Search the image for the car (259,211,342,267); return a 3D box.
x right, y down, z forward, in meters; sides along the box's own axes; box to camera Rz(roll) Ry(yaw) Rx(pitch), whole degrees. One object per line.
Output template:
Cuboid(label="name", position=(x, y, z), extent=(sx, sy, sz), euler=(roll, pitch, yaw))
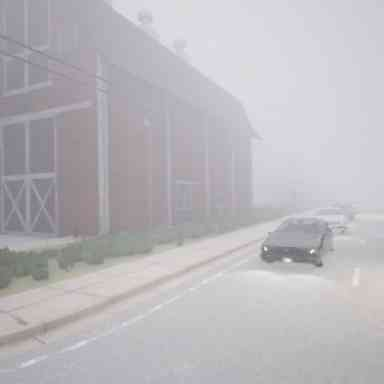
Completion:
Cuboid(label="car", position=(4.092, 1.656, 12.238), extent=(2.033, 1.411, 5.357), euler=(-1, -1, 28))

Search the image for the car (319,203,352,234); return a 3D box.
Cuboid(label="car", position=(8.644, 1.664, 20.658), extent=(1.812, 1.442, 4.674), euler=(-1, -1, 29))

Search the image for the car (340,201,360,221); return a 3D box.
Cuboid(label="car", position=(13.096, 1.660, 28.888), extent=(2.128, 1.511, 4.902), euler=(-1, -1, 28))
